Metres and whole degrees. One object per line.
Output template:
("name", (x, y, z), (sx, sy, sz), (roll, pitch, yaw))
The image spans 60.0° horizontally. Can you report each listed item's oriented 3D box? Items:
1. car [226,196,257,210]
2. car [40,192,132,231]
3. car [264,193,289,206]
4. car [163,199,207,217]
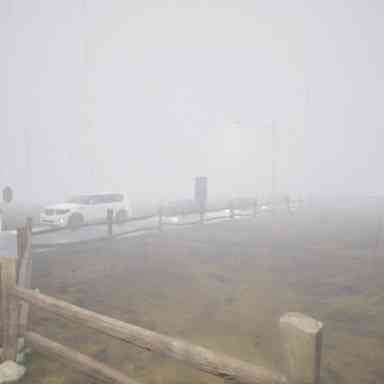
("car", (5.348, 1.137, 35.796), (1.994, 1.385, 4.181), (1, 1, 36))
("car", (-6.081, 1.025, 19.879), (2.150, 2.045, 5.566), (1, 1, 35))
("car", (11.251, 0.930, 43.930), (1.882, 1.535, 5.008), (1, 1, 36))
("car", (-0.523, 1.255, 27.650), (1.994, 1.385, 4.181), (1, 1, 36))
